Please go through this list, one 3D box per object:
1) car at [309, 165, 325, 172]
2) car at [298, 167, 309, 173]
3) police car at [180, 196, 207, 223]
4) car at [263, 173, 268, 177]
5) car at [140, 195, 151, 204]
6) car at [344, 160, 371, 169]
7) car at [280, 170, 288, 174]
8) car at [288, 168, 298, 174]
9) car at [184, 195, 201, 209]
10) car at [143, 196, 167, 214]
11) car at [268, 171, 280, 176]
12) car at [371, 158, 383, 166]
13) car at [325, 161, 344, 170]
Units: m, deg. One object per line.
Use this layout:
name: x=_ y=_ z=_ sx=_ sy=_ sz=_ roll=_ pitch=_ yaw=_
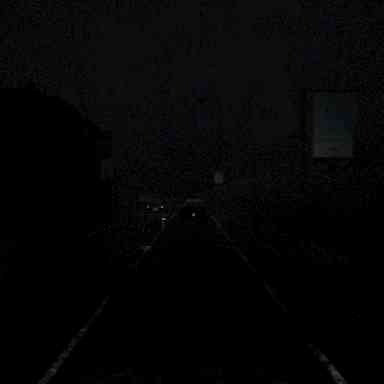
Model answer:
car: x=22.482 y=-3.946 z=56.649 sx=2.097 sy=1.535 sz=5.008 roll=0 pitch=1 yaw=-4
car: x=22.133 y=-4.025 z=62.186 sx=2.002 sy=1.452 sz=4.674 roll=0 pitch=1 yaw=-2
police car: x=0.112 y=1.339 z=25.148 sx=1.930 sy=1.638 sz=5.238 roll=0 pitch=0 yaw=0
car: x=21.431 y=-4.480 z=89.675 sx=2.002 sy=1.452 sz=4.674 roll=0 pitch=1 yaw=-1
car: x=-10.125 y=1.586 z=75.143 sx=2.150 sy=2.045 sz=5.566 roll=-1 pitch=-1 yaw=-26
car: x=23.563 y=-3.676 z=45.453 sx=2.163 sy=1.488 sz=4.792 roll=0 pitch=1 yaw=-6
car: x=21.778 y=-4.274 z=73.245 sx=2.231 sy=1.521 sz=4.892 roll=0 pitch=1 yaw=-1
car: x=21.903 y=-4.179 z=67.727 sx=2.231 sy=1.521 sz=4.892 roll=0 pitch=1 yaw=-1
car: x=0.100 y=1.248 z=43.009 sx=2.097 sy=1.767 sz=4.553 roll=0 pitch=0 yaw=0
car: x=-3.581 y=1.411 z=34.306 sx=1.812 sy=1.442 sz=4.674 roll=0 pitch=0 yaw=0
car: x=21.547 y=-4.565 z=84.181 sx=2.185 sy=1.767 sz=4.553 roll=0 pitch=1 yaw=-1
car: x=24.262 y=-3.548 z=39.979 sx=2.002 sy=1.452 sz=4.674 roll=0 pitch=1 yaw=-7
car: x=22.947 y=-3.954 z=51.143 sx=2.185 sy=1.767 sz=4.553 roll=0 pitch=1 yaw=-5
